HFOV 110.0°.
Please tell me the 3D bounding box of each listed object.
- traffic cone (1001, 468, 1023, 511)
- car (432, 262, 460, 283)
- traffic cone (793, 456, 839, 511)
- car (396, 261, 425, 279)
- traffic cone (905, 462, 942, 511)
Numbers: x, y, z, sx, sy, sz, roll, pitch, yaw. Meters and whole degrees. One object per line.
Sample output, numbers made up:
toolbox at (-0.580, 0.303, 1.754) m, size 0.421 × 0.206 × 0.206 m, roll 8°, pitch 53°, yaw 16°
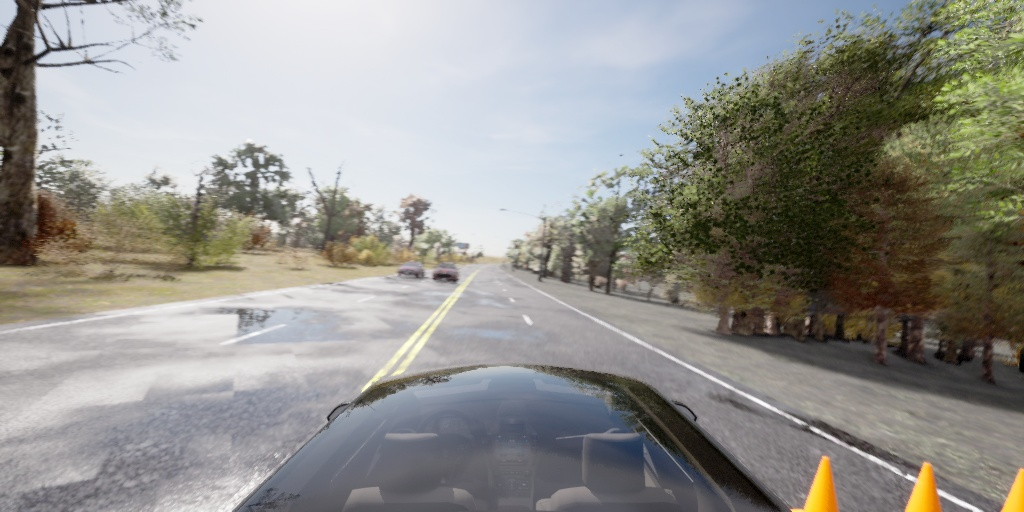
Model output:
traffic cone at (4.684, 2.263, 3.300) m, size 0.340 × 0.580 × 0.340 m, roll 0°, pitch 0°, yaw -5°
car at (-5.721, 1.358, 31.636) m, size 2.097 × 1.767 × 4.553 m, roll 6°, pitch -2°, yaw -4°
traffic cone at (2.702, 2.054, 3.132) m, size 0.340 × 0.580 × 0.340 m, roll 0°, pitch 0°, yaw -5°
car at (-9.052, 1.215, 32.589) m, size 1.812 × 1.442 × 4.674 m, roll 6°, pitch -2°, yaw -4°
traffic cone at (3.693, 2.158, 3.216) m, size 0.340 × 0.580 × 0.340 m, roll 0°, pitch 0°, yaw -5°
